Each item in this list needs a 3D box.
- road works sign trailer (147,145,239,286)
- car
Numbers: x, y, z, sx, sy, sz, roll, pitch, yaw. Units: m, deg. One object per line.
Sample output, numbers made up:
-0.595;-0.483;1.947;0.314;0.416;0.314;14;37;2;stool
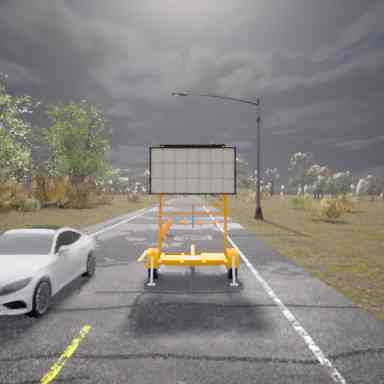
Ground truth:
0.022;0.471;9.425;2.380;3.560;2.880;0;0;0;road works sign trailer
-3.581;1.532;7.566;1.812;1.442;4.674;0;0;0;car
